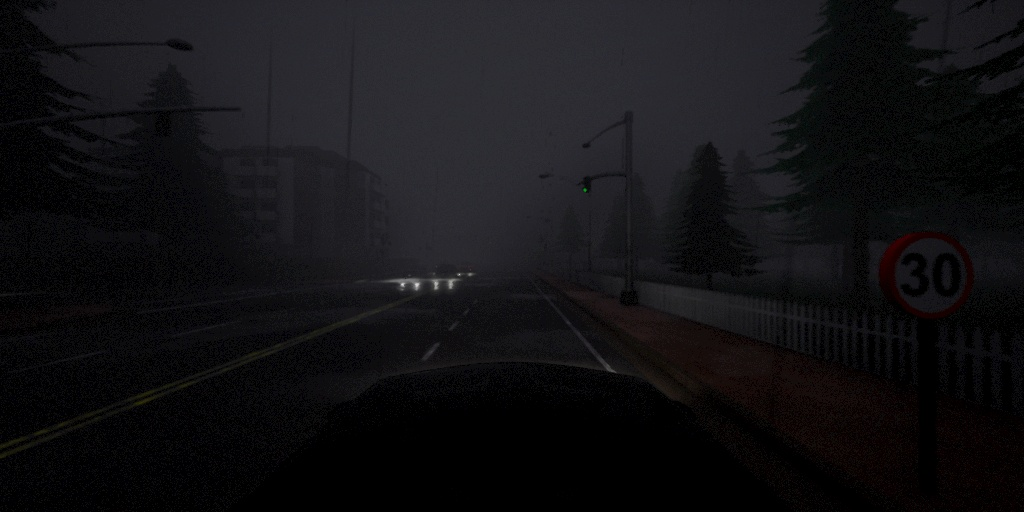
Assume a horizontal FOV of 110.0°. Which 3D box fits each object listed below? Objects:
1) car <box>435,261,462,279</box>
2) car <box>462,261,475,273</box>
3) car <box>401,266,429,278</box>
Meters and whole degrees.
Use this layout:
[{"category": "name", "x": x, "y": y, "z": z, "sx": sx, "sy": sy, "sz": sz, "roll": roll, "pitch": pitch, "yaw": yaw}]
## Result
[{"category": "car", "x": -6.988, "y": 1.613, "z": 38.623, "sx": 1.837, "sy": 1.490, "sz": 4.892, "roll": 0, "pitch": -1, "yaw": 0}, {"category": "car", "x": -6.913, "y": 1.614, "z": 54.331, "sx": 2.097, "sy": 1.767, "sz": 4.553, "roll": 0, "pitch": -1, "yaw": 1}, {"category": "car", "x": -10.487, "y": 1.707, "z": 38.967, "sx": 1.895, "sy": 1.301, "sz": 4.718, "roll": 0, "pitch": -1, "yaw": 0}]
